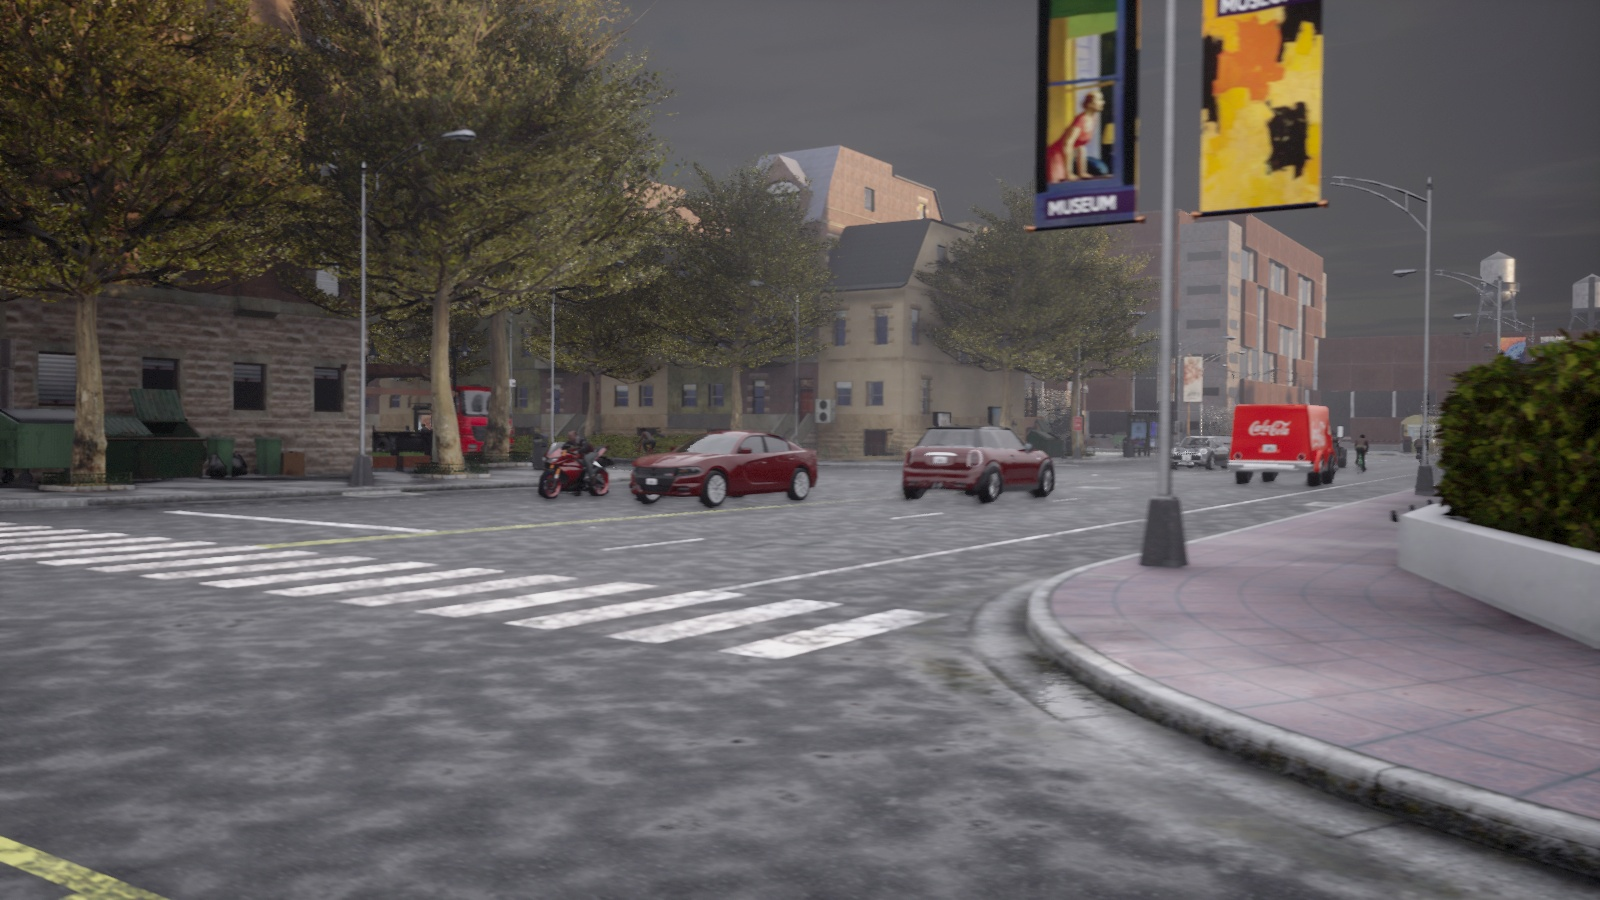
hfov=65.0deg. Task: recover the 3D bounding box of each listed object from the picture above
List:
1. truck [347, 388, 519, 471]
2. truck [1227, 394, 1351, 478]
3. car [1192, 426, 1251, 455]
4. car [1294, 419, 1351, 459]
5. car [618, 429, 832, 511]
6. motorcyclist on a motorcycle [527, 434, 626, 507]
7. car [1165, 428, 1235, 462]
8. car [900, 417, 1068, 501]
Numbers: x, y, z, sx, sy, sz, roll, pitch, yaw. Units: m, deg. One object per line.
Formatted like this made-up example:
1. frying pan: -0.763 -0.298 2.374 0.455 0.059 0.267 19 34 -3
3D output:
1. truck: -16.390 -0.890 55.873 7.936 3.462 2.891 0 1 34
2. truck: 15.550 -0.448 39.729 2.627 2.467 5.204 0 1 33
3. car: 24.332 -0.561 72.397 2.033 1.649 4.856 0 1 33
4. car: 25.671 -0.557 61.640 1.905 1.878 3.866 0 1 33
5. car: -1.447 0.351 26.479 1.882 1.535 5.008 0 1 33
6. motorcyclist on a motorcycle: -4.880 0.422 27.619 0.866 1.530 2.191 0 1 33
7. car: 17.905 -0.243 56.123 1.970 1.475 3.806 0 1 34
8. car: 4.315 0.148 28.904 2.097 1.767 4.553 0 1 33
